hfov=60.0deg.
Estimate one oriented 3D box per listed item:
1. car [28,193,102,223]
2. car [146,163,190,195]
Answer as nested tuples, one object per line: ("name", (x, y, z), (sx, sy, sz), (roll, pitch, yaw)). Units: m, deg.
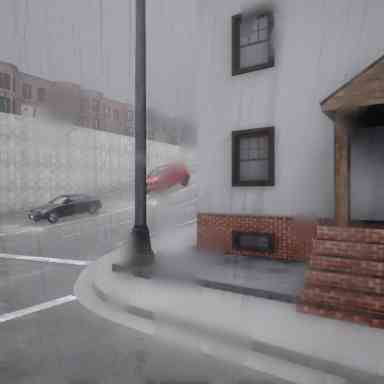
("car", (-7.826, 0.873, 20.854), (1.812, 1.442, 4.674), (0, 7, 35))
("car", (-2.351, -1.187, 28.687), (2.150, 2.045, 5.566), (0, 13, 34))
